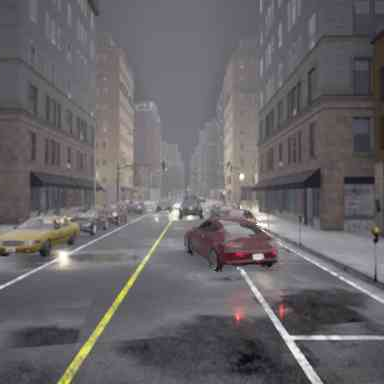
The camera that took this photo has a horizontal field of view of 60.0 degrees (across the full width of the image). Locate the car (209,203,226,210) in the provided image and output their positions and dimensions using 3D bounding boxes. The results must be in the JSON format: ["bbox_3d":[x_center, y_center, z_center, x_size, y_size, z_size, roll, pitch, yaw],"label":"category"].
[{"bbox_3d":[2.537,1.627,24.473,1.887,1.381,4.507,0,0,0],"label":"car"}]

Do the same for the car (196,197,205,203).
[{"bbox_3d":[2.033,1.895,79.395,1.947,1.339,4.313,0,0,-1],"label":"car"}]

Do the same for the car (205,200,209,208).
[{"bbox_3d":[2.505,1.654,29.965,2.008,1.369,4.403,0,0,0],"label":"car"}]

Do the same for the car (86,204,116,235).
[{"bbox_3d":[-5.957,1.614,18.924,2.008,1.369,4.403,0,0,0],"label":"car"}]

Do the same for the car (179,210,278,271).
[{"bbox_3d":[1.113,1.561,11.029,1.812,1.442,4.674,0,0,-16],"label":"car"}]

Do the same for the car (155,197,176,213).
[{"bbox_3d":[-3.224,1.642,39.491,1.837,1.490,4.892,0,0,0],"label":"car"}]

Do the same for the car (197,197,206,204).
[{"bbox_3d":[2.116,1.843,73.889,1.887,1.381,4.507,0,0,-1],"label":"car"}]

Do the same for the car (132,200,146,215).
[{"bbox_3d":[-6.052,1.566,35.403,1.967,1.590,4.097,0,0,0],"label":"car"}]

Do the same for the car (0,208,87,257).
[{"bbox_3d":[-5.925,1.569,13.262,1.752,1.417,4.829,0,0,0],"label":"car"}]

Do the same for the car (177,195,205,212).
[{"bbox_3d":[-0.085,1.457,30.536,2.097,1.767,4.553,0,0,0],"label":"car"}]

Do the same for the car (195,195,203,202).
[{"bbox_3d":[1.865,1.710,90.410,2.192,1.841,5.009,0,0,-1],"label":"car"}]

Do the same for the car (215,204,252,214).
[{"bbox_3d":[2.570,1.607,18.982,1.887,1.381,4.507,0,0,0],"label":"car"}]

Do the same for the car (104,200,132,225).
[{"bbox_3d":[-5.988,1.523,24.417,1.967,1.590,4.097,0,0,0],"label":"car"}]
